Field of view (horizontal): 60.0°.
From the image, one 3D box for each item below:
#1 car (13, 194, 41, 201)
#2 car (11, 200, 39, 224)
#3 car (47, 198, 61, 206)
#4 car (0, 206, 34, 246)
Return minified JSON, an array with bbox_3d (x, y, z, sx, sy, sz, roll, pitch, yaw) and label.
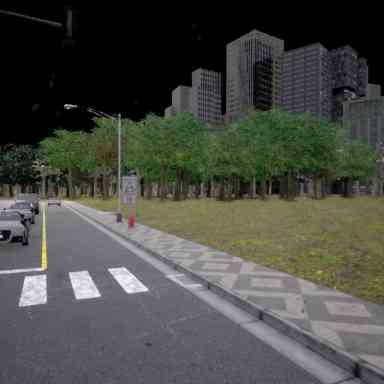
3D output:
[{"bbox_3d":[-16.608,1.185,33.560,2.150,2.045,5.566,0,0,-24],"label":"car"},{"bbox_3d":[-12.295,1.539,23.761,1.994,1.385,4.181,0,0,-24],"label":"car"},{"bbox_3d":[-21.603,1.538,52.031,1.895,1.301,4.718,0,0,-24],"label":"car"},{"bbox_3d":[-8.278,1.548,14.695,1.994,1.385,4.181,0,0,-24],"label":"car"}]
